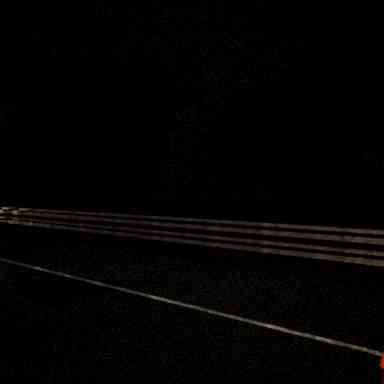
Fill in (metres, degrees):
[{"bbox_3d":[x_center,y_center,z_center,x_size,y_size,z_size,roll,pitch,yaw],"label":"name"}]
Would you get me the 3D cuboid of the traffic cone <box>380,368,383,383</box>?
[{"bbox_3d":[2.091,1.966,3.509,0.340,0.580,0.340,0,0,35],"label":"traffic cone"}]
